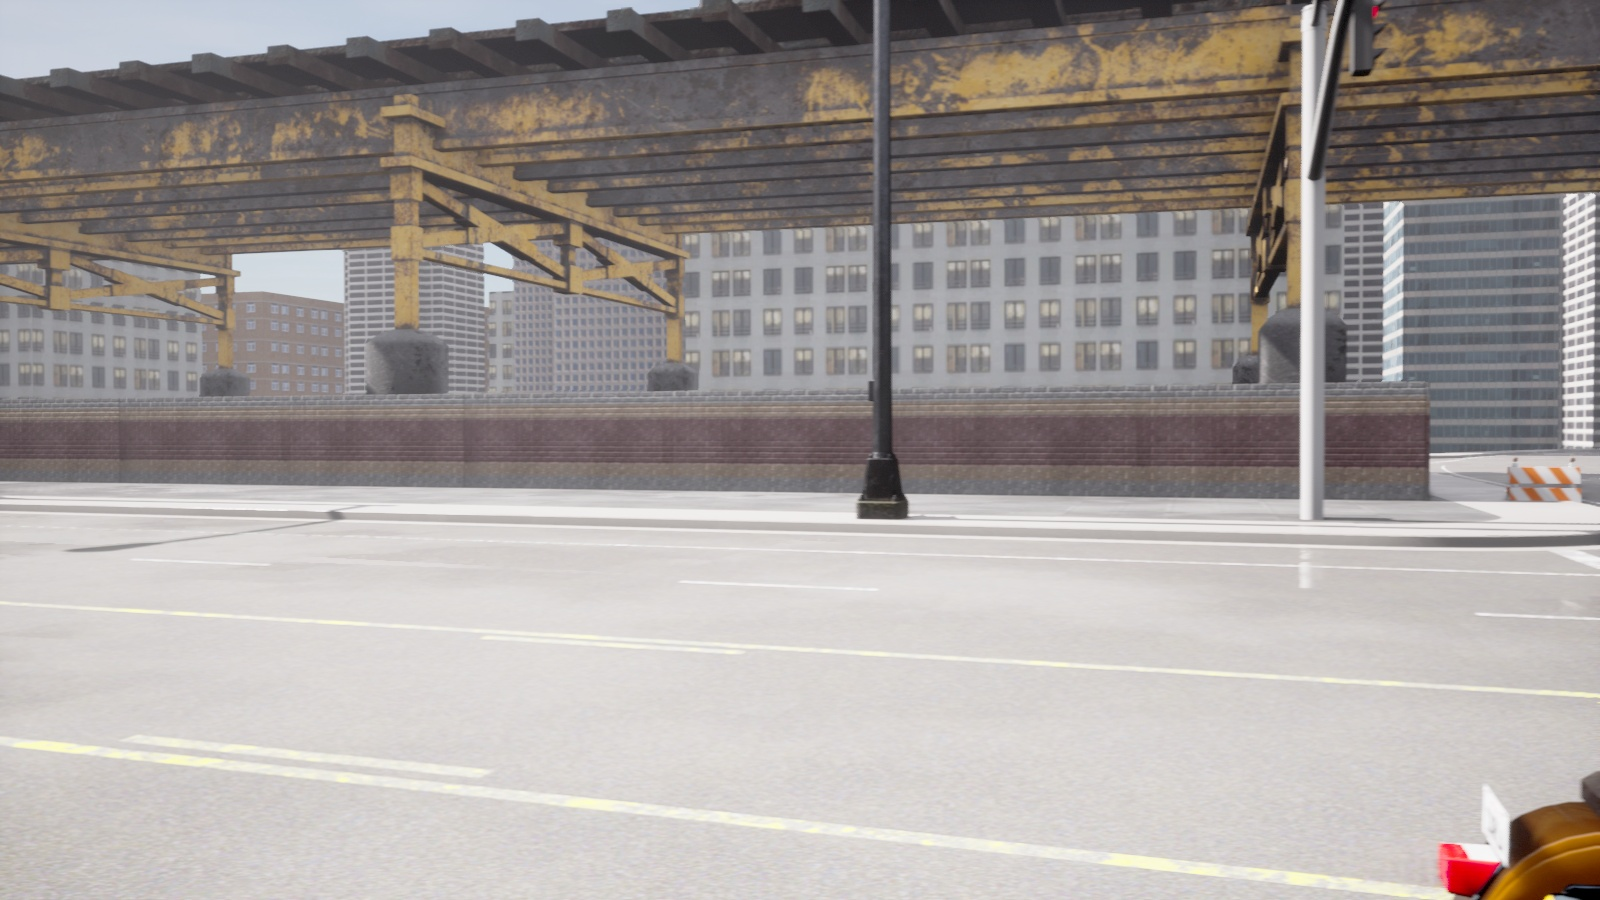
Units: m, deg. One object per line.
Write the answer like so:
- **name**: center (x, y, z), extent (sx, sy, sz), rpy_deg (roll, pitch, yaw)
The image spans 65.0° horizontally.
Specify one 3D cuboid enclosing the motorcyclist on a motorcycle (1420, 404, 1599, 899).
- **motorcyclist on a motorcycle**: center (2.519, 0.752, 2.344), extent (2.350, 1.649, 0.766), rpy_deg (1, 1, 19)
